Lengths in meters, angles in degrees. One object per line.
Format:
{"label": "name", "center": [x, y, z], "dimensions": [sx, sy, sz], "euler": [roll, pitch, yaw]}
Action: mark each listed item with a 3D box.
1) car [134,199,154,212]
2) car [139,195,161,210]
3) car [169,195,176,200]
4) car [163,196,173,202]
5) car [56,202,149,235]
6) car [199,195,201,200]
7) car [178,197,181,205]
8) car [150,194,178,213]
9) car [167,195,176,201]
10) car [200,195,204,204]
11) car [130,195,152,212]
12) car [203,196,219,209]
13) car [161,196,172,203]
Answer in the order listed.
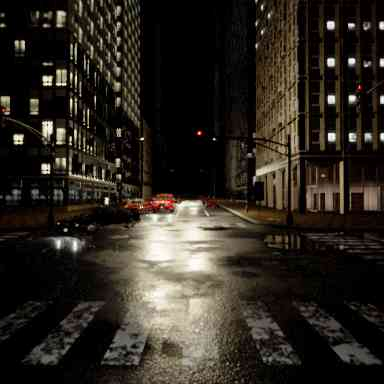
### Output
{"label": "car", "center": [-5.617, 1.587, 39.390], "dimensions": [1.802, 1.307, 4.206], "euler": [1, 0, 0]}
{"label": "car", "center": [-5.603, 1.321, 44.966], "dimensions": [2.192, 1.841, 5.009], "euler": [1, 0, 0]}
{"label": "car", "center": [-5.532, 1.581, 95.142], "dimensions": [1.947, 1.339, 4.313], "euler": [1, 0, 0]}
{"label": "car", "center": [-5.557, 1.562, 78.416], "dimensions": [2.008, 1.369, 4.403], "euler": [1, 0, 0]}
{"label": "car", "center": [-5.100, 1.550, 19.207], "dimensions": [2.033, 1.411, 5.357], "euler": [0, 0, 30]}
{"label": "car", "center": [2.798, 1.575, 61.748], "dimensions": [1.947, 1.339, 4.313], "euler": [1, 0, 0]}
{"label": "car", "center": [-2.975, 1.485, 57.712], "dimensions": [1.882, 1.535, 5.008], "euler": [0, 0, 0]}
{"label": "car", "center": [-3.039, 1.226, 36.620], "dimensions": [2.150, 2.045, 5.566], "euler": [0, 0, 1]}
{"label": "car", "center": [-5.540, 1.565, 89.567], "dimensions": [2.008, 1.369, 4.403], "euler": [1, 0, 0]}
{"label": "car", "center": [2.791, 1.533, 56.340], "dimensions": [1.752, 1.417, 4.829], "euler": [1, 0, 0]}
{"label": "car", "center": [-5.622, 1.444, 33.815], "dimensions": [1.967, 1.590, 4.097], "euler": [1, 0, 0]}
{"label": "car", "center": [2.771, 1.588, 45.015], "dimensions": [1.802, 1.307, 4.206], "euler": [1, 0, 0]}
{"label": "car", "center": [-5.565, 1.555, 72.841], "dimensions": [1.887, 1.381, 4.507], "euler": [1, 0, 0]}
